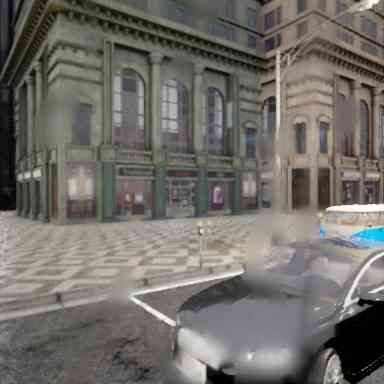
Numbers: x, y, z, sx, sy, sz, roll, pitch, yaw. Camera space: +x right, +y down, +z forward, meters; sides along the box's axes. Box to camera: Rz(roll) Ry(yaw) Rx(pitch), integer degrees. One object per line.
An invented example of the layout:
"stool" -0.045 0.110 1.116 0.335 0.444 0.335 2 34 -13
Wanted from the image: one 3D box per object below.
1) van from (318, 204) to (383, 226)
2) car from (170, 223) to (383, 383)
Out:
"van" 5.783 1.307 10.808 3.998 1.788 1.690 0 0 -36
"car" 1.993 1.478 4.778 4.902 1.511 2.128 0 0 -36
